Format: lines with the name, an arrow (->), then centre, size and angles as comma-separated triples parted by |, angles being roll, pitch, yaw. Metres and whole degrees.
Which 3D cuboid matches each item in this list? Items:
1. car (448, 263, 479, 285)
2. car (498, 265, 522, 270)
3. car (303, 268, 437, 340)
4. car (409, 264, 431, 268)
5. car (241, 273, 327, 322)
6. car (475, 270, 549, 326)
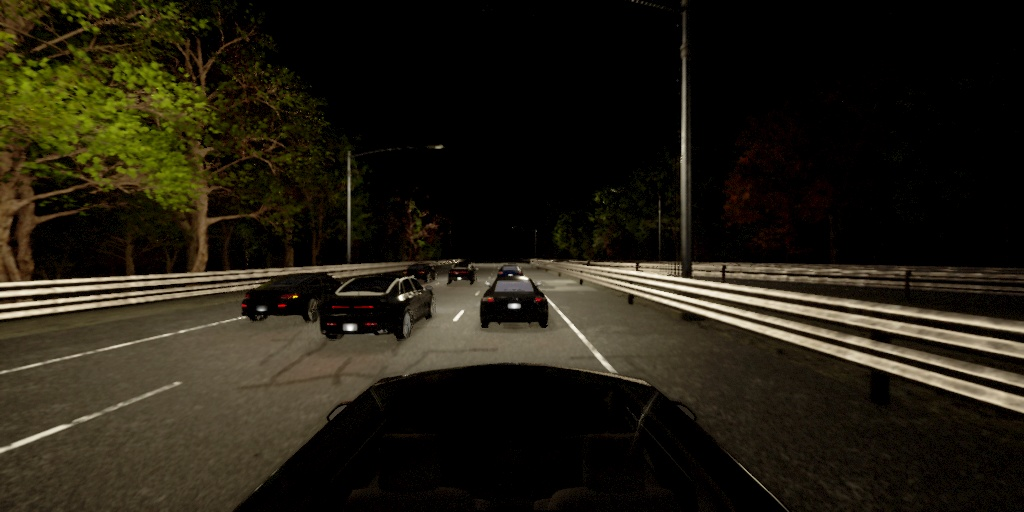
car -> -3.634, 1.293, 26.948 | 1.837, 1.490, 4.892 | 0, 0, -1
car -> -0.144, 1.352, 27.511 | 1.994, 1.385, 4.181 | 0, 0, -1
car -> -3.436, 1.265, 10.007 | 1.837, 1.490, 4.892 | 0, 0, 0
car -> -7.150, 1.317, 27.929 | 1.812, 1.442, 4.674 | 0, 0, -1
car -> -6.952, 1.289, 12.238 | 1.812, 1.442, 4.674 | 0, 0, 0
car -> 0.051, 1.325, 11.678 | 1.994, 1.385, 4.181 | 0, 0, 0
